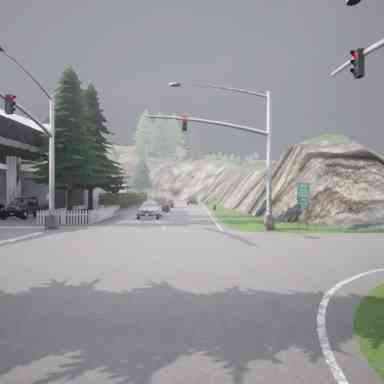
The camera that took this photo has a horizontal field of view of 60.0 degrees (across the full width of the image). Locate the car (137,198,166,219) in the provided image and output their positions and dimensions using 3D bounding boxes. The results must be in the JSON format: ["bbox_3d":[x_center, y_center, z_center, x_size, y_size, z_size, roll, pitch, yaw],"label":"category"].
[{"bbox_3d":[-3.608,1.526,28.933,1.812,1.442,4.674,0,0,0],"label":"car"}]

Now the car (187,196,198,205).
[{"bbox_3d":[0.077,1.547,59.284,2.033,1.411,5.357,0,0,0],"label":"car"}]

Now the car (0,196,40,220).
[{"bbox_3d":[-14.540,1.313,28.453,1.905,1.878,3.866,0,0,-1],"label":"car"}]

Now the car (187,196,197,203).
[{"bbox_3d":[-0.042,1.526,69.533,1.812,1.442,4.674,0,0,-2],"label":"car"}]

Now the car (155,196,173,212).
[{"bbox_3d":[-3.608,1.352,37.890,2.097,1.767,4.553,0,0,0],"label":"car"}]
